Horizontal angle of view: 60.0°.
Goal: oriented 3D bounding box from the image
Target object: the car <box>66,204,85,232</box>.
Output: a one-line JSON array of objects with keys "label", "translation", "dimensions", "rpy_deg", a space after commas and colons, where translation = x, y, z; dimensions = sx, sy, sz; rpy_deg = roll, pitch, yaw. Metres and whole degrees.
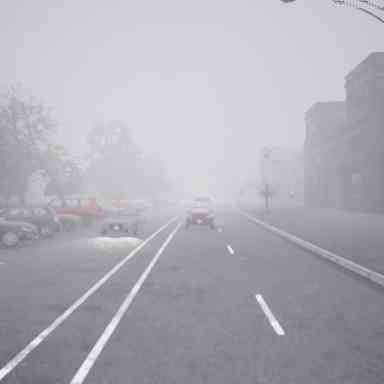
[{"label": "car", "translation": [-9.138, 1.679, 20.239], "dimensions": [4.674, 1.452, 2.002], "rpy_deg": [-1, -1, -18]}]

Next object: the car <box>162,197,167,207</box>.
[{"label": "car", "translation": [-7.199, 2.015, 55.790], "dimensions": [4.674, 1.452, 2.002], "rpy_deg": [-1, -1, -16]}]

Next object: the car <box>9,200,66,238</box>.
[{"label": "car", "translation": [-9.189, 1.488, 17.273], "dimensions": [4.553, 1.767, 2.185], "rpy_deg": [-1, 0, -19]}]

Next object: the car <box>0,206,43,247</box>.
[{"label": "car", "translation": [-9.301, 1.591, 14.301], "dimensions": [4.892, 1.521, 2.231], "rpy_deg": [-1, -1, -19]}]

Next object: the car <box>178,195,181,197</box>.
[{"label": "car", "translation": [-5.633, 2.113, 73.529], "dimensions": [4.792, 1.488, 2.163], "rpy_deg": [-1, 0, -15]}]

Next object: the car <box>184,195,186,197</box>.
[{"label": "car", "translation": [-4.762, 2.114, 82.389], "dimensions": [5.008, 1.535, 2.097], "rpy_deg": [-1, -1, -15]}]

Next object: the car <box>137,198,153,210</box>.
[{"label": "car", "translation": [-8.026, 1.911, 43.934], "dimensions": [4.674, 1.452, 2.002], "rpy_deg": [-1, 0, -17]}]

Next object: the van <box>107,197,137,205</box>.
[{"label": "van", "translation": [-8.426, 1.552, 35.118], "dimensions": [4.442, 1.987, 1.878], "rpy_deg": [-1, -1, -17]}]

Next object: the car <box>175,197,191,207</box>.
[{"label": "car", "translation": [-1.435, 2.048, 61.408], "dimensions": [1.812, 1.442, 4.674], "rpy_deg": [0, 0, 5]}]

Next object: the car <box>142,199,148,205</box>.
[{"label": "car", "translation": [-8.189, 1.881, 40.991], "dimensions": [4.674, 1.452, 2.002], "rpy_deg": [0, -1, -16]}]

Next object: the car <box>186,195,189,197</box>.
[{"label": "car", "translation": [-4.503, 1.870, 85.322], "dimensions": [5.566, 2.045, 2.435], "rpy_deg": [-1, 0, -15]}]

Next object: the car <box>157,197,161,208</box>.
[{"label": "car", "translation": [-7.634, 1.926, 49.862], "dimensions": [5.008, 1.535, 2.097], "rpy_deg": [-1, 0, -16]}]

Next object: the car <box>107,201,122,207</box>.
[{"label": "car", "translation": [-8.811, 1.761, 29.143], "dimensions": [4.674, 1.452, 2.002], "rpy_deg": [-1, -1, -18]}]

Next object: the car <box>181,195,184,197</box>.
[{"label": "car", "translation": [-5.069, 1.980, 79.430], "dimensions": [4.553, 1.767, 2.185], "rpy_deg": [-1, -1, -14]}]

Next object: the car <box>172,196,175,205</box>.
[{"label": "car", "translation": [-6.453, 2.039, 64.673], "dimensions": [4.892, 1.521, 2.231], "rpy_deg": [-1, -1, -15]}]

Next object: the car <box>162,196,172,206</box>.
[{"label": "car", "translation": [-6.679, 1.893, 61.720], "dimensions": [4.553, 1.767, 2.185], "rpy_deg": [-1, 0, -15]}]

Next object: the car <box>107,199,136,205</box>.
[{"label": "car", "translation": [-8.501, 1.744, 32.168], "dimensions": [5.366, 1.575, 1.946], "rpy_deg": [-1, -1, -18]}]

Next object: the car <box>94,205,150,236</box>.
[{"label": "car", "translation": [-3.913, 1.708, 19.423], "dimensions": [1.994, 1.385, 4.181], "rpy_deg": [0, 0, 2]}]

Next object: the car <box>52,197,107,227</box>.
[{"label": "car", "translation": [-9.069, 1.414, 23.196], "dimensions": [5.566, 2.045, 2.435], "rpy_deg": [-1, 0, -18]}]

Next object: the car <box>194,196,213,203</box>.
[{"label": "car", "translation": [1.358, 1.564, 40.551], "dimensions": [2.150, 2.045, 5.566], "rpy_deg": [0, -1, 3]}]

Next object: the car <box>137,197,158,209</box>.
[{"label": "car", "translation": [-8.023, 1.898, 46.848], "dimensions": [5.366, 1.575, 1.946], "rpy_deg": [-1, 0, -17]}]

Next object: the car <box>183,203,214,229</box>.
[{"label": "car", "translation": [0.545, 1.700, 23.008], "dimensions": [1.812, 1.442, 4.674], "rpy_deg": [0, -1, 2]}]

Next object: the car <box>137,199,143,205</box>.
[{"label": "car", "translation": [-8.375, 1.850, 38.042], "dimensions": [4.674, 1.452, 2.002], "rpy_deg": [-1, 0, -17]}]

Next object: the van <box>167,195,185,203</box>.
[{"label": "van", "translation": [-4.299, 1.902, 88.242], "dimensions": [4.442, 1.987, 1.878], "rpy_deg": [-1, 0, -14]}]

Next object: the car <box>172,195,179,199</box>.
[{"label": "car", "translation": [-5.994, 2.050, 67.681], "dimensions": [5.366, 1.575, 1.946], "rpy_deg": [-1, -1, -15]}]
